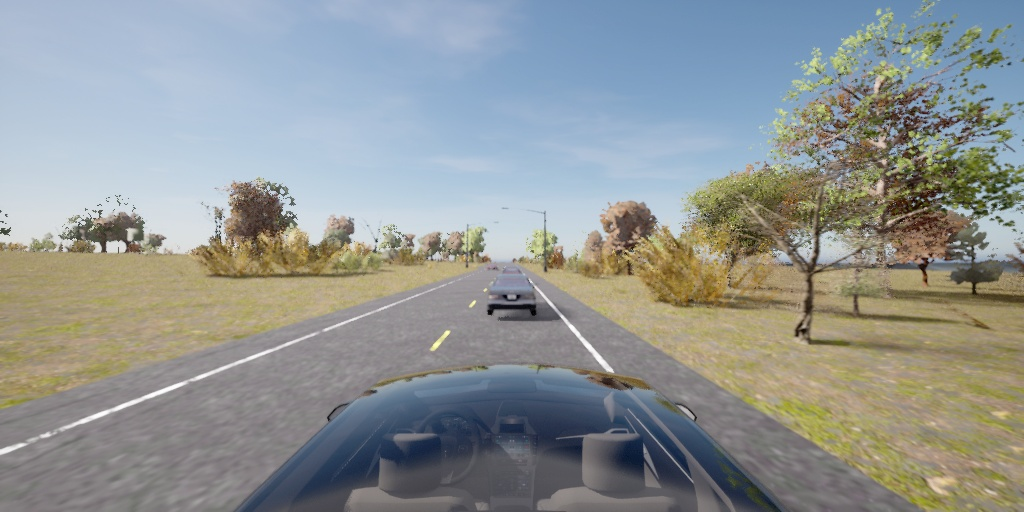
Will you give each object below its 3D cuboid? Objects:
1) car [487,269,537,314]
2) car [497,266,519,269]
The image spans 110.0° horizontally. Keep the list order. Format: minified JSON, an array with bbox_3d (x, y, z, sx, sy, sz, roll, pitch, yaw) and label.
[{"bbox_3d":[0.000,1.429,14.385,2.033,1.411,5.357,0,-1,0],"label":"car"},{"bbox_3d":[-0.001,1.614,30.361,1.994,1.385,4.181,0,-1,1],"label":"car"}]
